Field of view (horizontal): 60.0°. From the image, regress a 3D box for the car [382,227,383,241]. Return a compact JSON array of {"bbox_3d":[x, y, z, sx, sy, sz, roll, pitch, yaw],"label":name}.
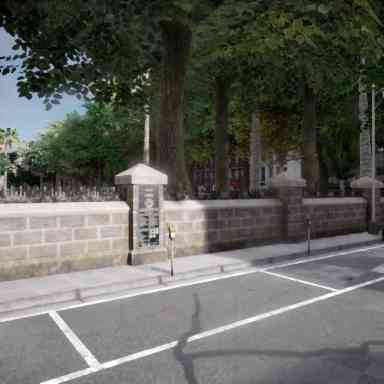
[{"bbox_3d":[9.756,1.310,13.500,5.009,1.841,2.192,0,0,-36],"label":"car"}]
